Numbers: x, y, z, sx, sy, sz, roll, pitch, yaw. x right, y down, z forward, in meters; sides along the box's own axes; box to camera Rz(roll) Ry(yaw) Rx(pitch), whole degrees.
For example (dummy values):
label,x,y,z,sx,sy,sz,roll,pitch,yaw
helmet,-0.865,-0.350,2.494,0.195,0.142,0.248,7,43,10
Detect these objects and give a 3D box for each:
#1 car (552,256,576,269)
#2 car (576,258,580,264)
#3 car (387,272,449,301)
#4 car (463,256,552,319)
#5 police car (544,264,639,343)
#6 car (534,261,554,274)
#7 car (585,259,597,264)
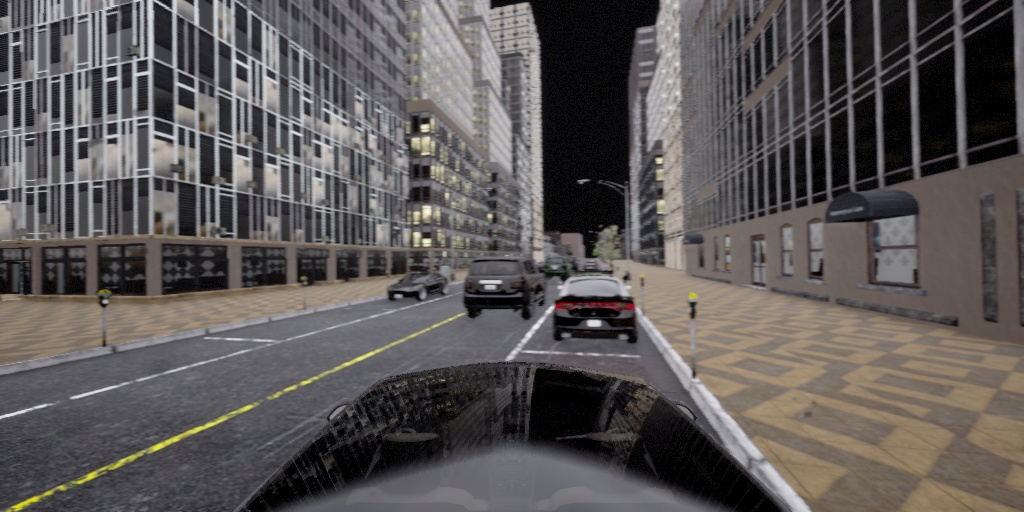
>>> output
label,x,y,z,sx,sy,sz,roll,pitch,yaw
car,4.050,1.061,31.218,2.150,2.045,5.566,-1,0,13
car,7.951,1.081,48.716,2.150,2.045,5.566,-1,0,13
car,-4.750,1.493,18.714,1.948,1.339,4.313,0,0,13
car,-0.045,1.038,13.417,2.150,2.045,5.566,-1,0,13
police car,2.260,1.181,9.883,1.930,1.638,5.238,-1,0,13
car,4.157,1.418,45.772,1.837,1.490,4.892,-1,-1,13
car,9.778,1.373,44.568,1.948,1.339,4.313,0,0,13
